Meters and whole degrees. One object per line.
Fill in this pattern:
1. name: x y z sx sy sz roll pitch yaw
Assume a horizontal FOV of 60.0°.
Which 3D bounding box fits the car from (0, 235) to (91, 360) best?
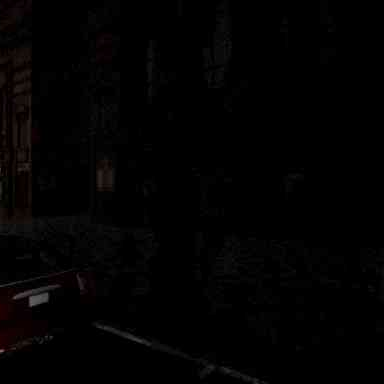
1. car: -3.599 1.446 5.527 4.097 1.590 1.967 0 0 35
